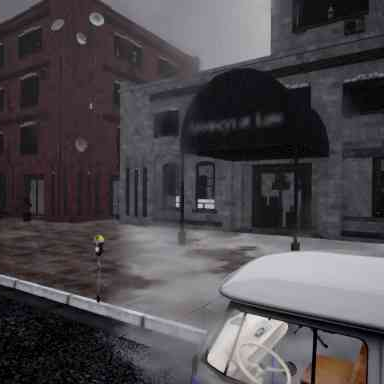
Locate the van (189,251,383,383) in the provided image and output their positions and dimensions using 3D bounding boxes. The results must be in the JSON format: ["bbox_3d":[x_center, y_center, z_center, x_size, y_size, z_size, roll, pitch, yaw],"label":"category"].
[{"bbox_3d":[1.790,1.341,1.627,3.998,1.788,1.690,0,1,34],"label":"van"}]
